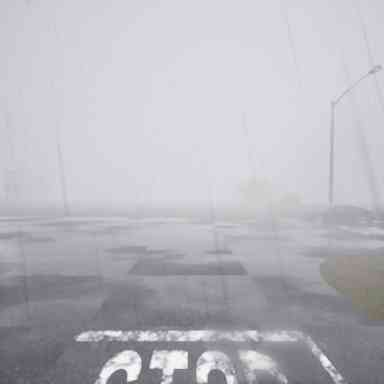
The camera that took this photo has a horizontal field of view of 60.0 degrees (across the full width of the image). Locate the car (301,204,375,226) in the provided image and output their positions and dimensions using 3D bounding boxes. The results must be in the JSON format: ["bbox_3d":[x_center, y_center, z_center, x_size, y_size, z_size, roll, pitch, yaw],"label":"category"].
[{"bbox_3d":[10.482,1.600,24.076,5.008,1.535,1.882,0,1,0],"label":"car"}]
